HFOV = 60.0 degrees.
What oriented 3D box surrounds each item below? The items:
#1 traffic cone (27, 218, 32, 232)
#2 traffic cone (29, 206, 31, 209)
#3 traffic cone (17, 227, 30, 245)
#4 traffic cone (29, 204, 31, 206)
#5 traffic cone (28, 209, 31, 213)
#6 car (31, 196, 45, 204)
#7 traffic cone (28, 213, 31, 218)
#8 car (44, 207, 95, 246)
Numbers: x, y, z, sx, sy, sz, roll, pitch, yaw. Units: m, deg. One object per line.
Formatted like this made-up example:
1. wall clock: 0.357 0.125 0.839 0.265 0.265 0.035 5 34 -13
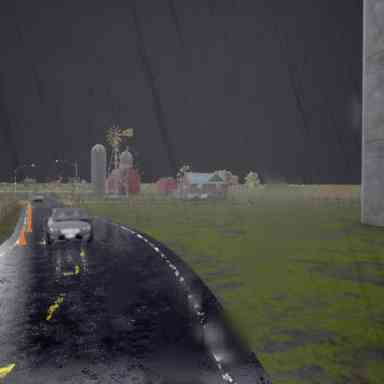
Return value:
1. traffic cone: -9.178 1.942 18.727 0.340 0.580 0.340 0 0 -26
2. traffic cone: -15.720 1.881 32.219 0.340 0.580 0.340 0 0 -26
3. traffic cone: -7.329 1.950 14.350 0.340 0.580 0.340 0 0 -20
4. traffic cone: -17.903 1.858 36.717 0.340 0.580 0.340 0 0 -26
5. traffic cone: -13.539 1.904 27.720 0.340 0.580 0.340 0 0 -26
6. car: -27.549 1.386 59.348 1.895 1.301 4.718 0 0 -30
7. traffic cone: -11.357 1.924 23.221 0.340 0.580 0.340 0 0 -26
8. car: -5.698 1.479 15.505 2.128 1.511 4.902 0 0 -21
